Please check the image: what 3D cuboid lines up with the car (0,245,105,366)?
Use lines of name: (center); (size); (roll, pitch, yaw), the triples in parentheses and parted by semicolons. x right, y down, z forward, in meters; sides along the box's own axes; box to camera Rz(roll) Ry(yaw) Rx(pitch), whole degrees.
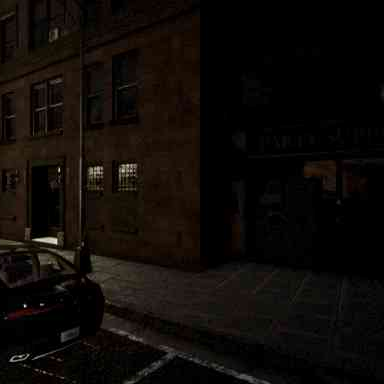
car: (-3.298, 1.551, 5.448); (4.403, 1.369, 2.008); (0, 0, 36)
